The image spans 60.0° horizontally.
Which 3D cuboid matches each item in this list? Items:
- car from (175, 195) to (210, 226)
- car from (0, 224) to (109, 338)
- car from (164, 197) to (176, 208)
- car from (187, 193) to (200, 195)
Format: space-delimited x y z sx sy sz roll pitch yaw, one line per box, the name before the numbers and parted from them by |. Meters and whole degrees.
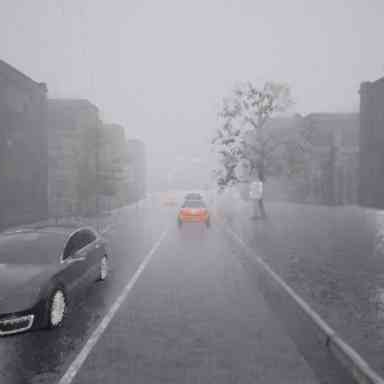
car | 0.136 1.340 23.433 2.097 1.767 4.553 0 0 0
car | -3.098 1.501 6.933 1.837 1.490 4.892 0 0 0
car | -2.992 1.451 48.884 1.882 1.535 5.008 0 0 0
car | 0.172 1.200 42.657 2.150 2.045 5.566 0 0 0
